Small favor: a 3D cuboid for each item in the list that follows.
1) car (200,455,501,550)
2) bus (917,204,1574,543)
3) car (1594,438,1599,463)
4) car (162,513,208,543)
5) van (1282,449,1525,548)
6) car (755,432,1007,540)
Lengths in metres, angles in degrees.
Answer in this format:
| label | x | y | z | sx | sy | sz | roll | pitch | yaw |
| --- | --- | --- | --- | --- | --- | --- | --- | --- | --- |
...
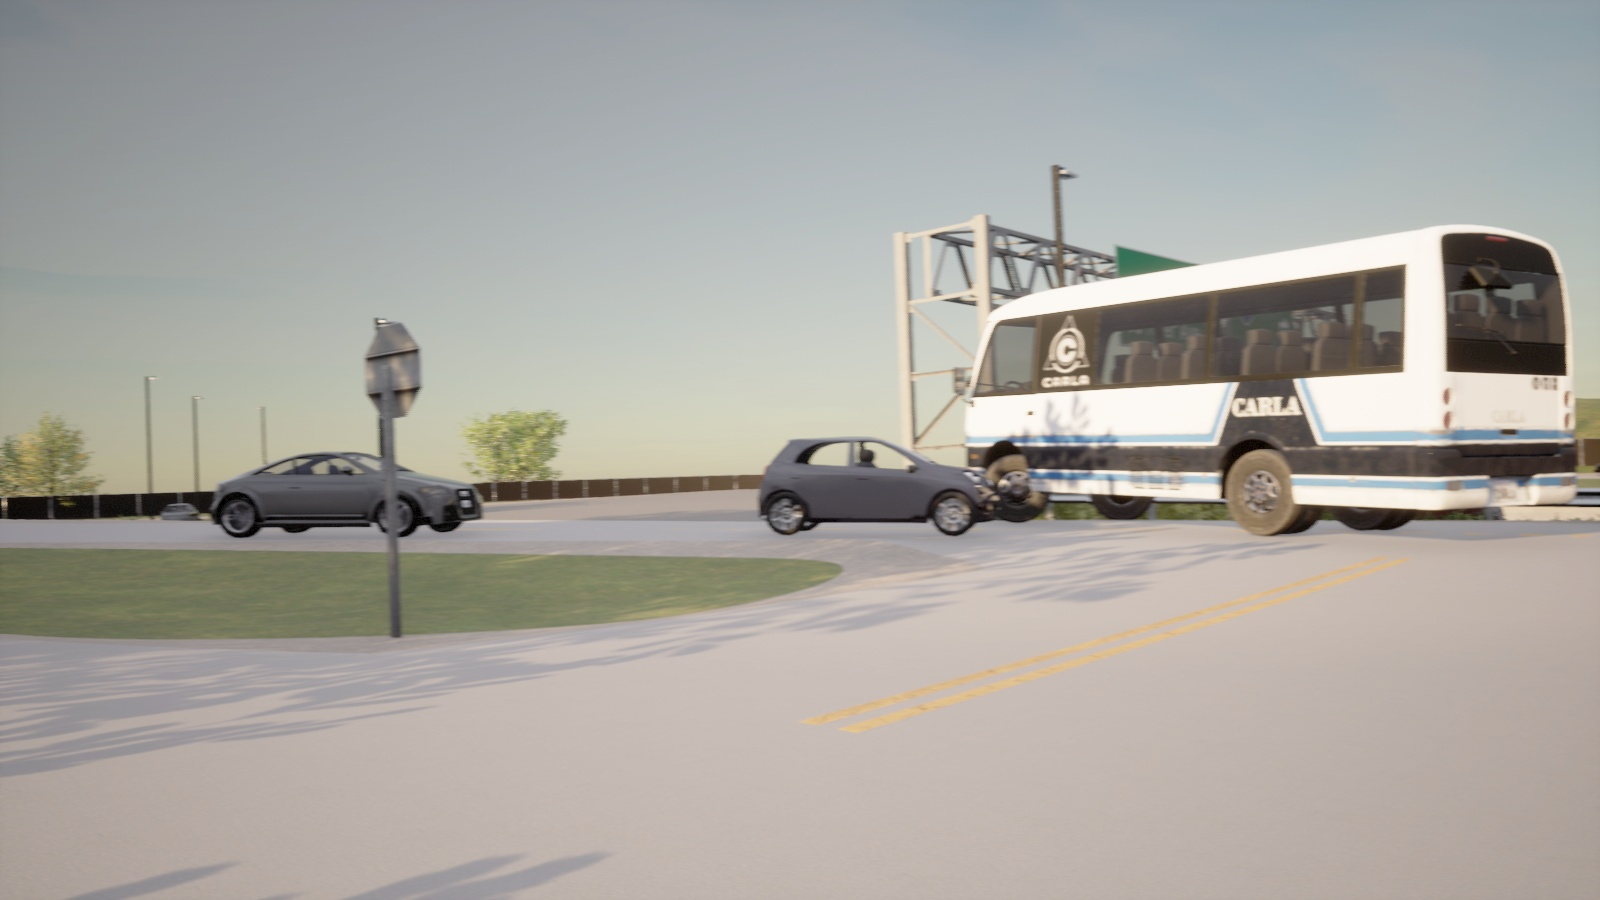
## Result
| label | x | y | z | sx | sy | sz | roll | pitch | yaw |
| --- | --- | --- | --- | --- | --- | --- | --- | --- | --- |
| car | -7.313 | 0.850 | 20.658 | 4.181 | 1.385 | 1.994 | -2 | -1 | 7 |
| bus | 6.609 | -0.967 | 21.198 | 3.944 | 4.253 | 10.273 | -2 | 0 | -30 |
| car | 45.906 | -0.092 | 67.360 | 2.033 | 1.411 | 5.357 | -3 | -1 | -21 |
| car | -36.832 | 4.670 | 75.296 | 1.789 | 1.549 | 3.705 | -4 | 0 | -16 |
| van | 13.245 | 1.089 | 27.734 | 4.442 | 1.987 | 1.775 | -4 | -1 | 42 |
| car | 1.296 | 0.549 | 19.310 | 3.633 | 1.501 | 1.845 | -2 | -1 | 11 |
